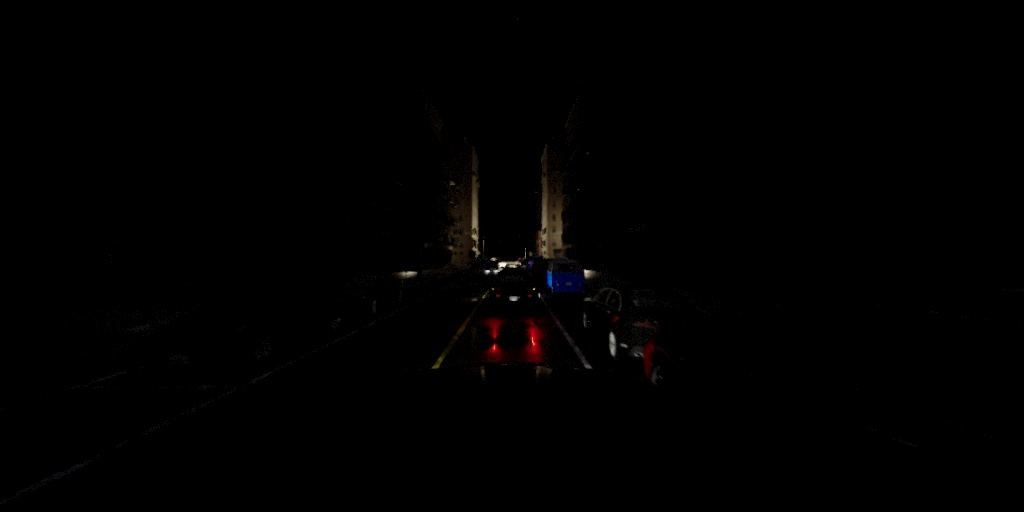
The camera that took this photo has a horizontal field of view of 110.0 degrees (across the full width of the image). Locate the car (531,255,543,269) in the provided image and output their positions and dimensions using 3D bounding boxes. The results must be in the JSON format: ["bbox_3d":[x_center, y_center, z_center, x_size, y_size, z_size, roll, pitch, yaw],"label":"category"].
[{"bbox_3d":[2.685,1.049,24.232,2.192,1.841,5.009,0,0,0],"label":"car"}]

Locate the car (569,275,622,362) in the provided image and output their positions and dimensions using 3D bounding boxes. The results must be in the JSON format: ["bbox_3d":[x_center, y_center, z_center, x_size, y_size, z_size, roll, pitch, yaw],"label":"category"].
[{"bbox_3d":[2.700,1.296,8.013,2.007,1.370,4.403,0,0,0],"label":"car"}]

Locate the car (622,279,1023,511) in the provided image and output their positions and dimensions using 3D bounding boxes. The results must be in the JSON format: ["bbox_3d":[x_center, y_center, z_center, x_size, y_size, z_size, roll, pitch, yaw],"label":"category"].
[{"bbox_3d":[2.705,1.064,2.606,2.192,1.841,5.009,0,0,0],"label":"car"}]

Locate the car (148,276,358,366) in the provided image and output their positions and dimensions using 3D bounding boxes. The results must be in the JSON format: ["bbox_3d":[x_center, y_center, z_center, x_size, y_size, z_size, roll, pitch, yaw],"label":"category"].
[{"bbox_3d":[-5.405,1.311,8.011,1.948,1.339,4.313,0,0,0],"label":"car"}]

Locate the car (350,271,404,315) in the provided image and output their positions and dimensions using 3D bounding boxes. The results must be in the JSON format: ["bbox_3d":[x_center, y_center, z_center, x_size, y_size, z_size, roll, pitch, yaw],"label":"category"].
[{"bbox_3d":[-5.403,1.287,13.417,1.888,1.381,4.507,0,0,0],"label":"car"}]

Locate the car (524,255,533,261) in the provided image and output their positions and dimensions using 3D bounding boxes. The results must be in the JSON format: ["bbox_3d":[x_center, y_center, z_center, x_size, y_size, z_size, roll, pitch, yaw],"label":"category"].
[{"bbox_3d":[2.981,0.946,45.880,2.150,2.045,5.566,0,0,0],"label":"car"}]

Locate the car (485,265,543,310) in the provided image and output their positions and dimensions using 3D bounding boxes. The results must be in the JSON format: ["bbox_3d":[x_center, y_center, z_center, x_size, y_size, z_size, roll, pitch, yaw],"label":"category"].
[{"bbox_3d":[0.073,1.266,14.539,1.812,1.442,4.674,0,0,0],"label":"car"}]

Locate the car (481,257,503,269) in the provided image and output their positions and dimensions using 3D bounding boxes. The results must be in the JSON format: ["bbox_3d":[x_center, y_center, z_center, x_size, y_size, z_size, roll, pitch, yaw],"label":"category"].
[{"bbox_3d":[-2.829,1.261,51.130,2.033,1.411,5.357,0,0,0],"label":"car"}]

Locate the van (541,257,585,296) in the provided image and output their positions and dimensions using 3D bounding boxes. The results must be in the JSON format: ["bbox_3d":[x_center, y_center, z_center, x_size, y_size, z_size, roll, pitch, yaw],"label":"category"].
[{"bbox_3d":[2.690,1.079,18.825,1.690,1.789,3.998,0,0,0],"label":"van"}]

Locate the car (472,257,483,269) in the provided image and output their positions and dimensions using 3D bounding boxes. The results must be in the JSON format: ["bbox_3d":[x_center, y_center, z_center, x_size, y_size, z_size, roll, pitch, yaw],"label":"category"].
[{"bbox_3d":[-5.393,1.291,56.667,1.802,1.307,4.207,0,0,0],"label":"car"}]

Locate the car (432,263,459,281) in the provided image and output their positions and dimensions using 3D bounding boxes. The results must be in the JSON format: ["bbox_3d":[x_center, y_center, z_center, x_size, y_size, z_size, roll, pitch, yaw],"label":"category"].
[{"bbox_3d":[-5.399,1.255,29.467,1.751,1.417,4.829,0,0,0],"label":"car"}]

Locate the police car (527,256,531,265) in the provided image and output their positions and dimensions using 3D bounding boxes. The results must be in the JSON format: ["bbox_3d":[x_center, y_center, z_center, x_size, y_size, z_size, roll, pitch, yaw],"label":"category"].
[{"bbox_3d":[3.009,1.148,38.960,1.930,1.638,5.238,0,0,0],"label":"police car"}]

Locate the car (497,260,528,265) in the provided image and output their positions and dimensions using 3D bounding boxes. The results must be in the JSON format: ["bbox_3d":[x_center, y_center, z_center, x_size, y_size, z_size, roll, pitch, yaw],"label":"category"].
[{"bbox_3d":[0.074,1.294,29.320,1.994,1.385,4.181,0,0,0],"label":"car"}]
